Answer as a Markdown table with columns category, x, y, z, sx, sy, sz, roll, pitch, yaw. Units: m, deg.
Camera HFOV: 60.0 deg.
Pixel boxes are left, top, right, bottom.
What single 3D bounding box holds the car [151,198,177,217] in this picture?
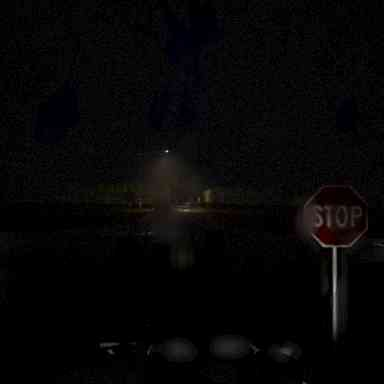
| category | x | y | z | sx | sy | sz | roll | pitch | yaw |
| --- | --- | --- | --- | --- | --- | --- | --- | --- | --- |
| car | -2.772 | 1.595 | 32.300 | 1.837 | 1.490 | 4.892 | 0 | 0 | 0 |

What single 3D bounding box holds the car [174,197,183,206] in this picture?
| category | x | y | z | sx | sy | sz | roll | pitch | yaw |
| --- | --- | --- | --- | --- | --- | --- | --- | --- | --- |
| car | -2.792 | 1.671 | 62.490 | 2.128 | 1.511 | 4.902 | 0 | -1 | 0 |
